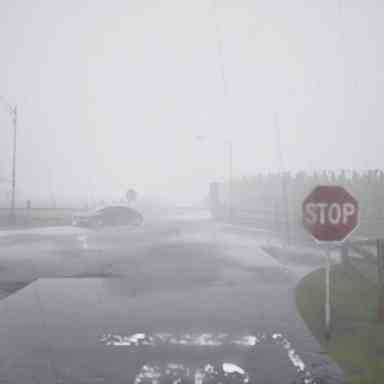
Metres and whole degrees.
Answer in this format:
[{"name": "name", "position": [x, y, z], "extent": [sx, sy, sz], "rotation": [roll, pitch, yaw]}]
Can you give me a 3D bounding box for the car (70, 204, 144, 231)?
[{"name": "car", "position": [-4.867, 1.449, 19.728], "extent": [1.812, 1.442, 4.674], "rotation": [3, 1, 38]}]
